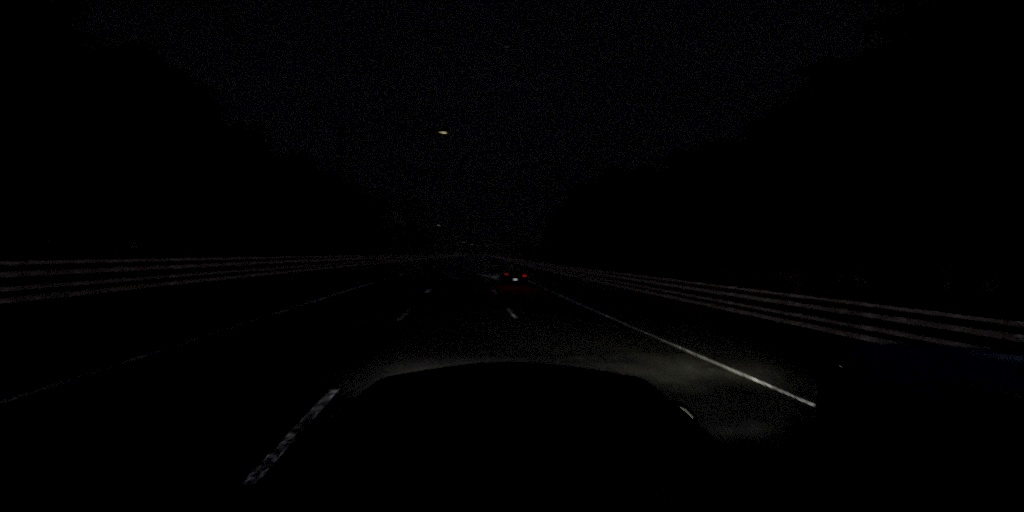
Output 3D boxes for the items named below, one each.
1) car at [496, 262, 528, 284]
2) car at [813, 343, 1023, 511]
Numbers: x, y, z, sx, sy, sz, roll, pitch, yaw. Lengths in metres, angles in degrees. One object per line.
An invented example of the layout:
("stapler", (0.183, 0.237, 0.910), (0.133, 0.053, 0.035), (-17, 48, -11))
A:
("car", (0.018, 1.362, 27.452), (1.895, 1.301, 4.718), (3, 0, -6))
("car", (4.492, 1.211, 1.332), (2.150, 2.045, 5.566), (3, 0, -9))
